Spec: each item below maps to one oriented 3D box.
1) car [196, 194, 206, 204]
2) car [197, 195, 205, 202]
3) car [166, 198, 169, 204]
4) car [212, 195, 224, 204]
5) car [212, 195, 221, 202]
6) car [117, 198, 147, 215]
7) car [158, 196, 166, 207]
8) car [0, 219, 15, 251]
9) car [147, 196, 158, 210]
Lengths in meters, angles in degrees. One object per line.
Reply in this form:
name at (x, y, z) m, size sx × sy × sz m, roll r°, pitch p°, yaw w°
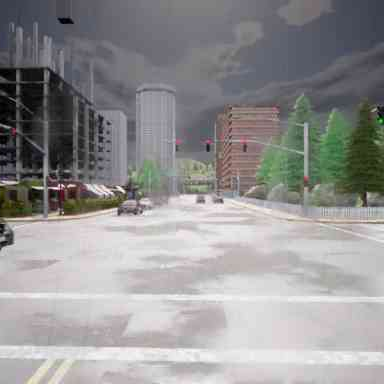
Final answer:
car at (1.734, 1.601, 65.482) m, size 1.895 × 1.301 × 4.718 m, roll 0°, pitch 0°, yaw 1°
car at (1.960, 1.326, 74.667) m, size 1.837 × 1.490 × 4.892 m, roll 0°, pitch 0°, yaw 1°
car at (-5.429, 1.564, 61.690) m, size 1.994 × 1.385 × 4.181 m, roll 0°, pitch 0°, yaw 2°
car at (5.241, 1.525, 65.714) m, size 1.812 × 1.442 × 4.674 m, roll 0°, pitch 0°, yaw 1°
car at (5.460, 1.421, 74.610) m, size 1.895 × 1.301 × 4.718 m, roll 0°, pitch 0°, yaw 1°
car at (-6.170, 1.526, 33.672) m, size 1.812 × 1.442 × 4.674 m, roll 0°, pitch 0°, yaw 2°
car at (-5.698, 1.352, 51.767) m, size 2.097 × 1.767 × 4.553 m, roll 0°, pitch 0°, yaw 1°
car at (-9.022, 1.223, 11.164) m, size 5.566 × 2.045 × 2.150 m, roll 0°, pitch 0°, yaw 3°
car at (-5.927, 1.526, 42.762) m, size 1.812 × 1.442 × 4.674 m, roll 0°, pitch 0°, yaw 1°
